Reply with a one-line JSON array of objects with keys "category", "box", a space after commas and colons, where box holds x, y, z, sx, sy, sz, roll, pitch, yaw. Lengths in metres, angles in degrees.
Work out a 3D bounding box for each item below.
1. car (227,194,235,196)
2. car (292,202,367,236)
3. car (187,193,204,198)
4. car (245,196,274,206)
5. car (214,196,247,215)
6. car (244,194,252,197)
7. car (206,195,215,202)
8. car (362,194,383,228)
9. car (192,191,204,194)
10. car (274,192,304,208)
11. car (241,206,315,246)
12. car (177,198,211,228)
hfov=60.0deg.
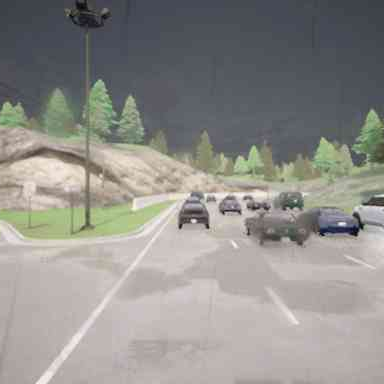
[{"category": "car", "box": [8.371, 1.161, 70.738, 1.812, 1.442, 4.674, 0, 0, 17]}, {"category": "car", "box": [7.102, 1.472, 17.736, 1.994, 1.385, 4.181, 0, 0, 0]}, {"category": "car", "box": [0.103, 1.276, 39.213, 1.882, 1.535, 5.008, 0, 0, 0]}, {"category": "car", "box": [7.104, 1.415, 36.100, 1.895, 1.301, 4.718, 0, 0, 0]}, {"category": "car", "box": [3.603, 1.382, 32.137, 2.033, 1.411, 5.357, 0, 0, 0]}, {"category": "car", "box": [11.995, 1.161, 70.744, 1.812, 1.442, 4.674, 0, 0, 17]}, {"category": "car", "box": [3.540, 1.233, 61.285, 2.033, 1.411, 5.357, 0, 0, 3]}, {"category": "car", "box": [10.601, 1.131, 17.554, 2.150, 2.045, 5.566, 0, 0, 0]}, {"category": "car", "box": [1.171, 0.862, 70.734, 2.150, 2.045, 5.566, 0, 0, 13]}, {"category": "car", "box": [10.603, 1.032, 36.756, 2.150, 2.045, 5.566, 0, 0, 0]}, {"category": "car", "box": [3.601, 1.524, 14.940, 1.895, 1.301, 4.718, 0, 0, 0]}, {"category": "car", "box": [0.103, 1.395, 21.241, 1.837, 1.490, 4.892, 0, 0, 0]}]
